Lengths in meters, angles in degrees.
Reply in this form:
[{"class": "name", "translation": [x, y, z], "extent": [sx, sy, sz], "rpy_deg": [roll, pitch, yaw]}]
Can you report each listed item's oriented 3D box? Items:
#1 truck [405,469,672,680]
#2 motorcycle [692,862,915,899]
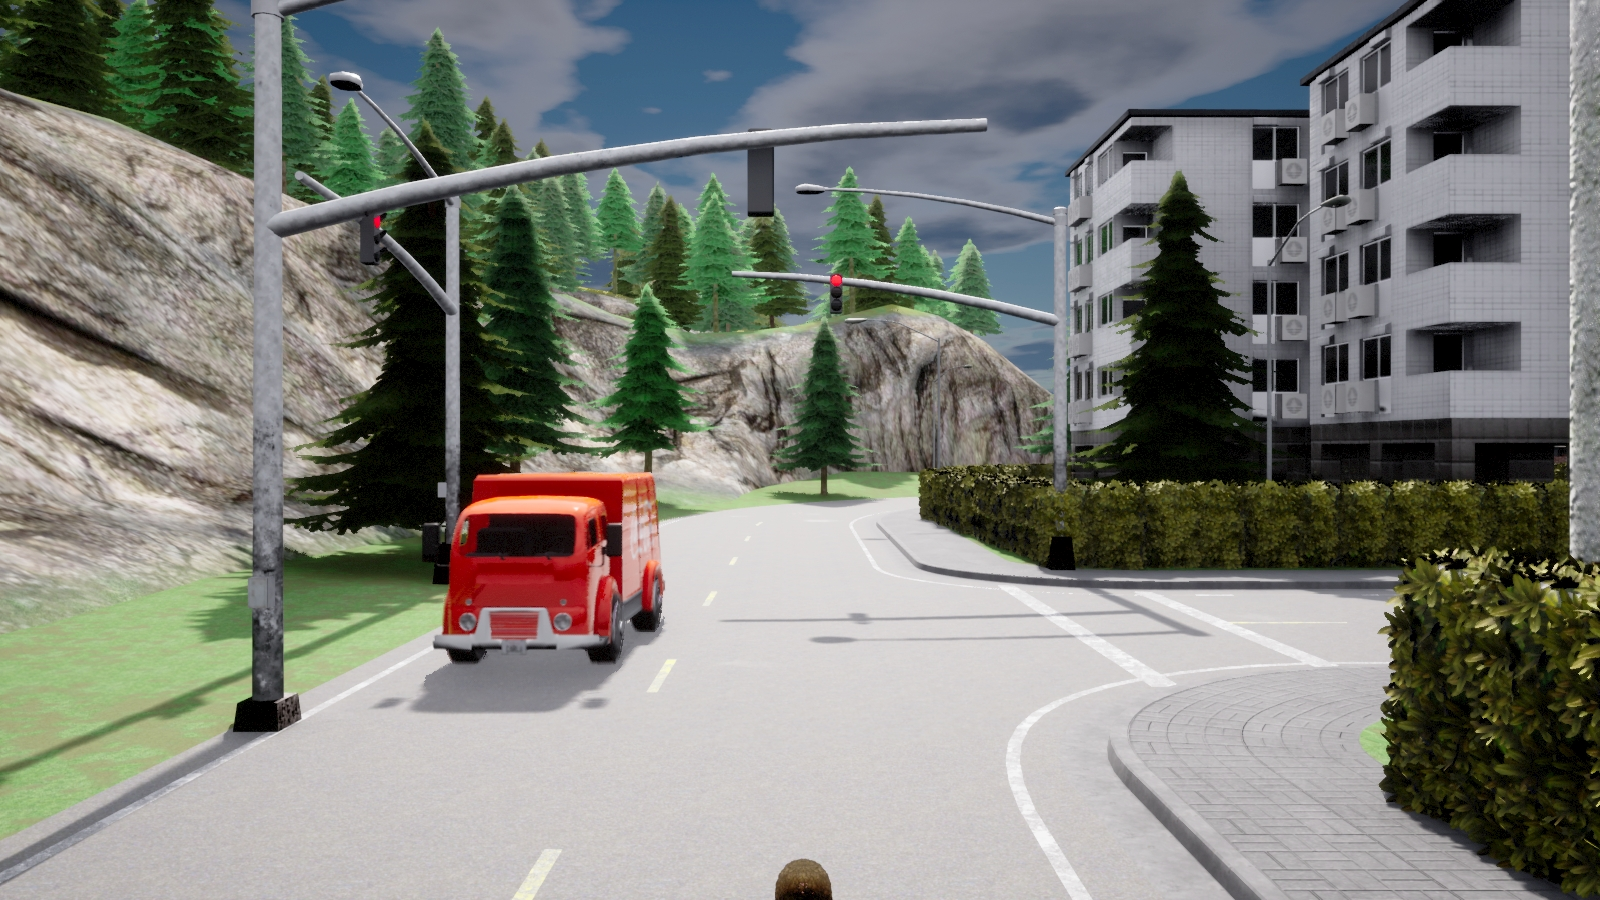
[{"class": "truck", "translation": [-3.451, 1.550, 16.423], "extent": [2.627, 2.467, 5.204], "rpy_deg": [0, 0, 0]}, {"class": "motorcycle", "translation": [0.010, 2.193, 3.477], "extent": [0.803, 1.145, 2.033], "rpy_deg": [0, 0, 0]}]
